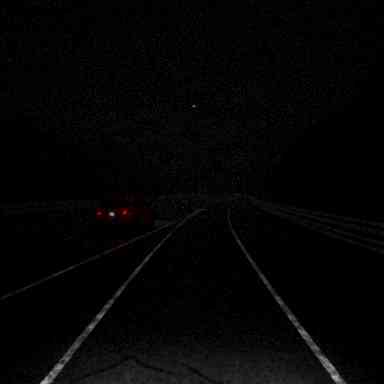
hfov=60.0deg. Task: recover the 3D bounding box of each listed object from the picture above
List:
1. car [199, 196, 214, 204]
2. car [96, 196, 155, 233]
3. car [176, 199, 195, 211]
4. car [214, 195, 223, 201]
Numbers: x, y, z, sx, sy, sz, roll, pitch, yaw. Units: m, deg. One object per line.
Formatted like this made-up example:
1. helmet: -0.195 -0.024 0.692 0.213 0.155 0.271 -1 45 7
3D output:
1. car: 2.511 1.624 63.423 2.033 1.411 5.357 0 0 8
2. car: -3.877 1.278 20.342 2.150 2.045 5.566 0 0 8
3. car: -0.761 1.601 41.355 1.812 1.442 4.674 0 0 8
4. car: 6.475 1.627 90.150 2.033 1.411 5.357 0 0 8
